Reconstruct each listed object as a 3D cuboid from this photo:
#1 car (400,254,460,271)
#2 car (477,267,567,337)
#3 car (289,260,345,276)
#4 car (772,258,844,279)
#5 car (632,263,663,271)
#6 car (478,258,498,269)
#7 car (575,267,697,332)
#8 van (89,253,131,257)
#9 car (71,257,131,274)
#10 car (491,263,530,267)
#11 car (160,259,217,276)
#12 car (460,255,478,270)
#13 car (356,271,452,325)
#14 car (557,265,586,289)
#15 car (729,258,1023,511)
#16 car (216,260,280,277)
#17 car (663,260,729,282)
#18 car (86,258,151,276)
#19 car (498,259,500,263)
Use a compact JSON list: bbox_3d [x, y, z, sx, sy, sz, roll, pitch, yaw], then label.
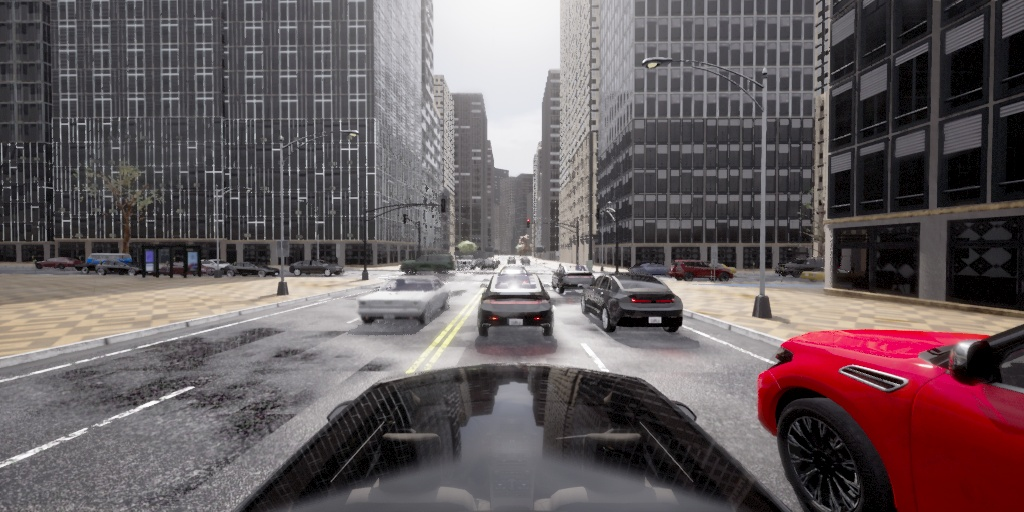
[{"bbox_3d":[-8.617,0.861,37.034,5.566,2.045,2.150,1,1,1],"label":"car"},{"bbox_3d":[0.091,1.238,10.303,2.128,1.511,4.902,0,0,0],"label":"car"},{"bbox_3d":[-18.439,1.108,34.000,4.892,1.490,1.837,1,1,2],"label":"car"},{"bbox_3d":[29.964,1.199,36.459,5.566,2.045,2.150,0,1,0],"label":"car"},{"bbox_3d":[14.051,1.406,36.681,4.181,1.385,1.994,0,1,0],"label":"car"},{"bbox_3d":[-3.388,1.192,52.077,1.882,1.535,5.008,0,0,0],"label":"car"},{"bbox_3d":[3.340,1.251,10.798,1.837,1.490,4.892,0,0,0],"label":"car"},{"bbox_3d":[-45.325,0.604,40.339,3.998,1.789,1.690,0,0,1],"label":"van"},{"bbox_3d":[-38.615,1.020,34.416,4.718,1.301,1.895,1,1,1],"label":"car"},{"bbox_3d":[0.083,1.288,20.038,2.033,1.411,5.357,0,0,0],"label":"car"},{"bbox_3d":[-28.445,1.138,31.522,4.207,1.307,1.802,0,0,1],"label":"car"},{"bbox_3d":[-6.638,0.935,52.526,2.150,2.045,5.566,0,0,0],"label":"car"},{"bbox_3d":[-3.324,1.346,11.916,1.895,1.301,4.718,0,0,0],"label":"car"},{"bbox_3d":[3.333,1.232,20.046,2.128,1.511,4.902,0,0,0],"label":"car"},{"bbox_3d":[3.348,0.972,0.934,2.150,2.045,5.566,0,0,0],"label":"car"},{"bbox_3d":[-22.760,1.173,31.394,4.313,1.339,1.948,0,0,1],"label":"car"},{"bbox_3d":[16.165,1.269,30.904,5.009,1.841,2.192,0,0,1],"label":"car"},{"bbox_3d":[-34.125,1.069,31.690,4.313,1.339,1.948,0,0,1],"label":"car"},{"bbox_3d":[-3.390,1.267,61.663,1.994,1.385,4.181,0,0,0],"label":"car"}]
